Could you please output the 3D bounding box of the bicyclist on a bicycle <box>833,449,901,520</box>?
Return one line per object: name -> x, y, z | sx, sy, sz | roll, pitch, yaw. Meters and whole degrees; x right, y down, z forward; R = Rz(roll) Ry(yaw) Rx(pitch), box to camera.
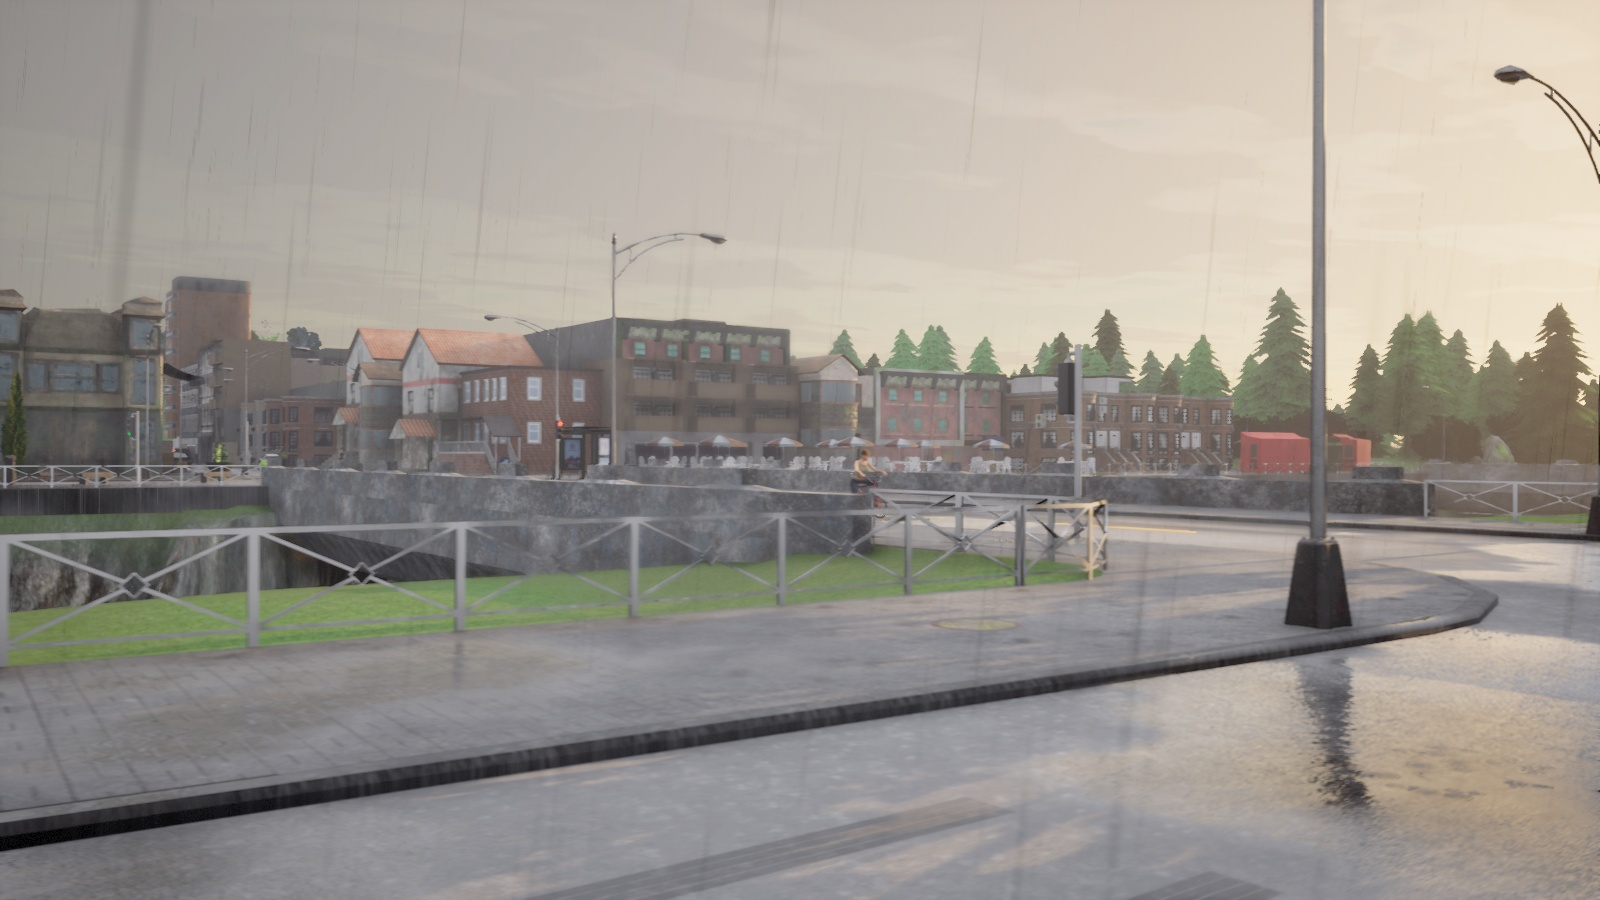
bicyclist on a bicycle -> 1.560, 0.777, 29.397 | 0.866, 1.612, 1.509 | 0, 0, -34
